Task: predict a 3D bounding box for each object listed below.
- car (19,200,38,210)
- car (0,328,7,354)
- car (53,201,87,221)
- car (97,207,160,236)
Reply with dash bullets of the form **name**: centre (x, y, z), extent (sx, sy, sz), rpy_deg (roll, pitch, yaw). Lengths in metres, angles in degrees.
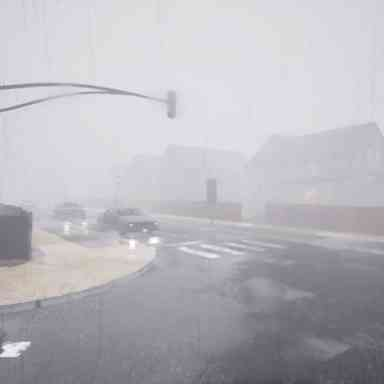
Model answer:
- **car**: centre (-22.689, 1.771, 45.951), extent (2.033, 1.411, 5.357), rpy_deg (0, -1, -35)
- **car**: centre (-5.019, 1.655, 3.557), extent (5.357, 1.411, 2.033), rpy_deg (0, -1, 0)
- **car**: centre (-10.527, 1.584, 28.494), extent (1.837, 1.490, 4.892), rpy_deg (0, -1, -35)
- **car**: centre (-3.832, 1.566, 18.996), extent (2.033, 1.411, 5.357), rpy_deg (0, 0, -34)
